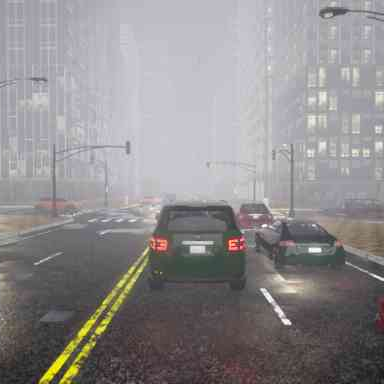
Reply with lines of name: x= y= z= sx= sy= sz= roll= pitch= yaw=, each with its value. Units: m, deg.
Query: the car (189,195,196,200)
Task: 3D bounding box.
car: x=0.141 y=1.436 z=88.323 sx=1.812 sy=1.442 sz=4.674 roll=0 pitch=0 yaw=0

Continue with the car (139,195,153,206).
car: x=-6.543 y=1.316 z=49.968 sx=2.097 sy=1.767 sz=4.553 roll=0 pitch=0 yaw=1

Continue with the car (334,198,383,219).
car: x=16.249 y=1.517 z=30.421 sx=5.009 sy=1.841 sz=2.192 roll=1 pitch=0 yaw=1

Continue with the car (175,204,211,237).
car: x=0.127 y=1.515 z=18.880 sx=1.812 sy=1.442 sz=4.674 roll=0 pitch=0 yaw=2

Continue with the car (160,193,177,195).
car: x=-3.281 y=1.183 z=51.752 sx=2.150 sy=2.045 sz=5.566 roll=0 pitch=0 yaw=-1

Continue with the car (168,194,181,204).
car: x=-3.216 y=1.302 z=61.563 sx=2.097 sy=1.767 sz=4.553 roll=0 pitch=0 yaw=0

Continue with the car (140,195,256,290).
car: x=0.116 y=1.217 z=9.198 sx=2.150 sy=2.045 sz=5.566 roll=0 pitch=0 yaw=0

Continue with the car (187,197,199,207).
car: x=0.174 y=1.487 z=52.520 sx=1.812 sy=1.442 sz=4.674 roll=0 pitch=0 yaw=0

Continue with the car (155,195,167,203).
car: x=-6.390 y=1.418 z=69.212 sx=1.882 sy=1.535 sz=5.008 roll=0 pitch=0 yaw=0

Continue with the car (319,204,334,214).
car: x=16.780 y=1.660 z=36.197 sx=5.357 sy=1.411 sz=2.033 roll=0 pitch=1 yaw=1

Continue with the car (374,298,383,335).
car: x=3.354 y=1.600 z=2.302 sx=1.895 sy=1.301 sz=4.718 roll=0 pitch=0 yaw=0

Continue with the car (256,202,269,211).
car: x=3.381 y=1.341 z=19.740 sx=2.097 sy=1.767 sz=4.553 roll=0 pitch=0 yaw=0

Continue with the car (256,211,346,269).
car: x=3.368 y=1.558 z=11.127 sx=1.994 sy=1.385 sz=4.181 roll=0 pitch=0 yaw=0

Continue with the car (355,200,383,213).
car: x=21.871 y=1.641 z=38.698 sx=4.829 sy=1.417 sz=1.752 roll=1 pitch=0 yaw=1

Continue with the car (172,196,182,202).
car: x=-3.137 y=1.532 z=71.616 sx=1.895 sy=1.301 sz=4.718 roll=0 pitch=0 yaw=0

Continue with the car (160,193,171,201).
car: x=-6.373 y=1.151 z=79.782 sx=2.150 sy=2.045 sz=5.566 roll=0 pitch=0 yaw=0

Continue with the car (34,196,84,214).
car: x=-13.413 y=1.245 z=33.746 sx=4.553 sy=1.767 sz=2.097 roll=0 pitch=1 yaw=-2

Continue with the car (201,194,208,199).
car: x=3.397 y=1.216 z=91.648 sx=1.882 sy=1.535 sz=5.008 roll=0 pitch=0 yaw=0

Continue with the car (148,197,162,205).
car: x=-6.478 y=1.554 z=58.958 sx=1.895 sy=1.301 sz=4.718 roll=0 pitch=0 yaw=0
